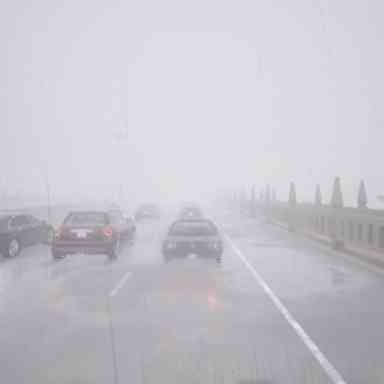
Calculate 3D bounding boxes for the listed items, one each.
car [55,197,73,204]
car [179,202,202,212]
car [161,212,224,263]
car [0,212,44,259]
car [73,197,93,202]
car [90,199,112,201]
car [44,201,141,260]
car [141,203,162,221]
[{"bbox_3d":[-22.034,1.602,57.758,1.837,1.490,4.892,0,0,-1],"label":"car"},{"bbox_3d":[-0.123,1.574,28.537,1.812,1.442,4.674,0,0,-1],"label":"car"},{"bbox_3d":[0.037,1.622,12.076,1.895,1.301,4.718,0,0,1],"label":"car"},{"bbox_3d":[-6.956,1.528,12.717,1.837,1.490,4.892,0,0,1],"label":"car"},{"bbox_3d":[-18.540,1.602,57.940,1.837,1.490,4.892,0,0,-1],"label":"car"},{"bbox_3d":[-7.125,1.574,28.423,1.812,1.442,4.674,0,0,-1],"label":"car"},{"bbox_3d":[-3.456,1.373,12.601,2.097,1.767,4.553,0,0,0],"label":"car"},{"bbox_3d":[-3.618,1.613,28.009,1.994,1.385,4.181,0,0,-1],"label":"car"}]
